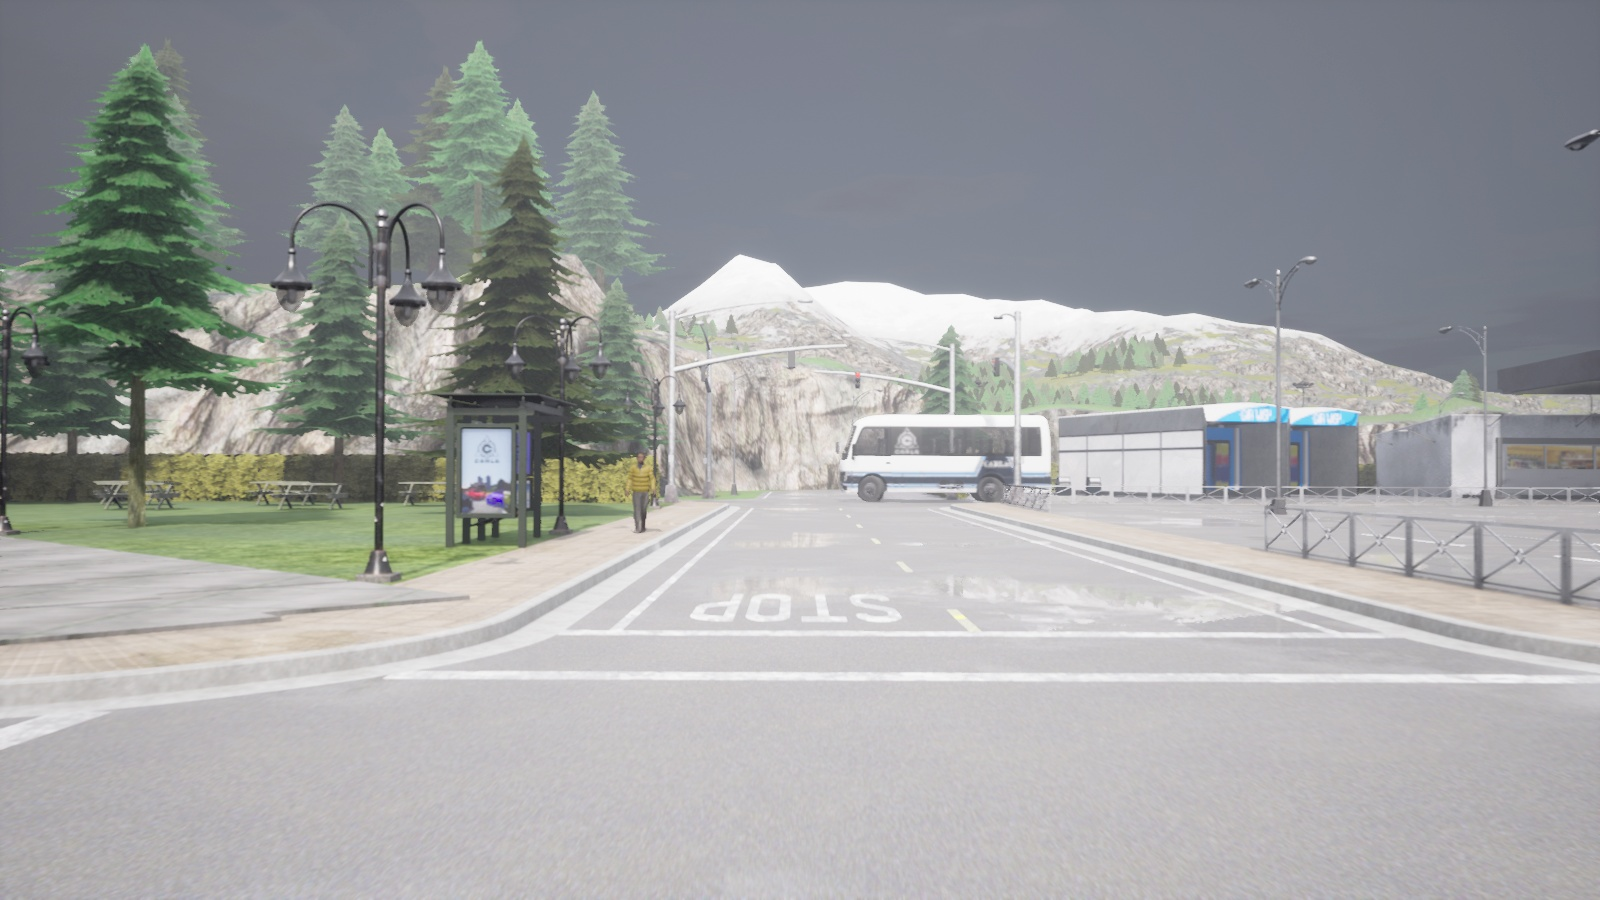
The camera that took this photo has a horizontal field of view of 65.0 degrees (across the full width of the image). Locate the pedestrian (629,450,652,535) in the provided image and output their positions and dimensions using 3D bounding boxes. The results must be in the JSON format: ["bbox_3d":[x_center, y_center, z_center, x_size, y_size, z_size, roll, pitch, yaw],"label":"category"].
[{"bbox_3d":[-3.488,0.918,27.515,0.431,1.840,0.709,0,-1,-2],"label":"pedestrian"}]

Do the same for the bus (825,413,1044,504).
[{"bbox_3d":[6.384,0.363,61.215,10.273,4.253,3.944,0,1,1],"label":"bus"}]
